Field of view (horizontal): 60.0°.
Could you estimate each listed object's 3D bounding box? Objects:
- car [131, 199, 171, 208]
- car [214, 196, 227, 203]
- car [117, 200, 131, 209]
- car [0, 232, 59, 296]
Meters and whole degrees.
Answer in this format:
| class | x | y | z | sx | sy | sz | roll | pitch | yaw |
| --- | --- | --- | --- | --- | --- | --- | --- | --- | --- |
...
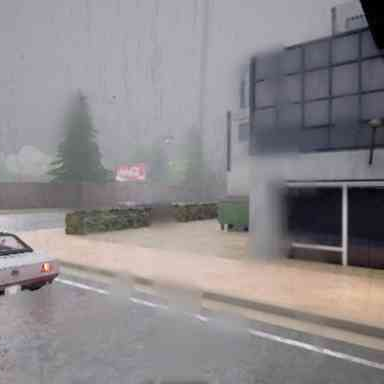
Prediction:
| class | x | y | z | sx | sy | sz | roll | pitch | yaw |
| --- | --- | --- | --- | --- | --- | --- | --- | --- | --- |
| car | -4.652 | 1.522 | 39.728 | 1.895 | 1.301 | 4.718 | 0 | 0 | 36 |
| car | 5.846 | 1.407 | 58.801 | 4.902 | 1.511 | 2.128 | 0 | 0 | -45 |
| car | -7.197 | 1.511 | 42.176 | 1.895 | 1.301 | 4.718 | 0 | 0 | 36 |
| car | -5.181 | 1.575 | 7.711 | 4.718 | 1.301 | 1.895 | 0 | 0 | 37 |
